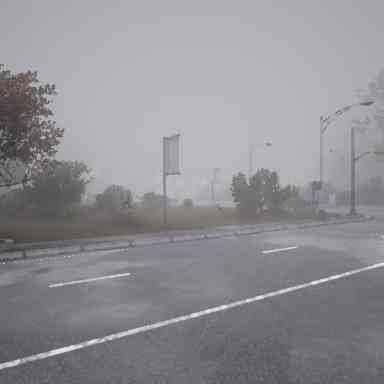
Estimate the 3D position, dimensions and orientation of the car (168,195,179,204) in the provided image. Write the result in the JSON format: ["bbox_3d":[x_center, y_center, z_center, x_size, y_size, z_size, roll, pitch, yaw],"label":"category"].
[{"bbox_3d":[-4.249,1.251,58.158,1.812,1.442,4.674,-1,0,-39],"label":"car"}]

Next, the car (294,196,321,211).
[{"bbox_3d":[12.232,1.221,37.617,2.128,1.511,4.902,-1,1,-39],"label":"car"}]
